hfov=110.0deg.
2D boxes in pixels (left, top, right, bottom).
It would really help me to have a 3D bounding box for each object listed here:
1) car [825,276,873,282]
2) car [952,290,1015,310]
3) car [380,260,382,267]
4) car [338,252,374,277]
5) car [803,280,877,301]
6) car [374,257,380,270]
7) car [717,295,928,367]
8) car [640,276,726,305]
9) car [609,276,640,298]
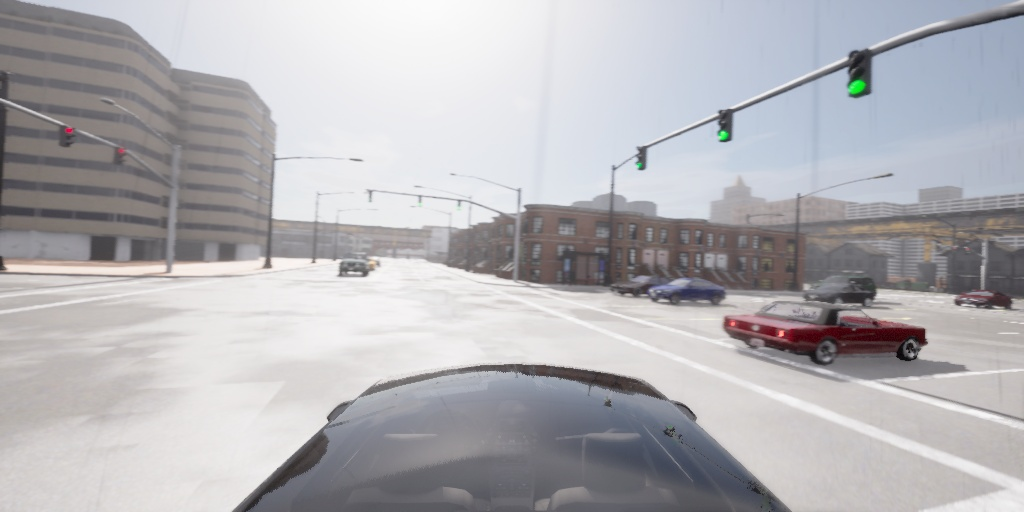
[{"bbox_3d":[27.388,2.658,29.685,5.566,2.045,2.150,3,-1,-17],"label":"car"},{"bbox_3d":[38.756,3.521,29.435,4.674,1.442,1.812,3,-1,-17],"label":"car"},{"bbox_3d":[-20.825,0.883,54.277,2.128,1.511,4.902,3,-1,-17],"label":"car"},{"bbox_3d":[-13.821,0.670,31.698,2.150,2.045,5.566,3,-1,-17],"label":"car"},{"bbox_3d":[22.233,2.623,24.450,4.892,1.490,1.837,3,-1,-17],"label":"car"},{"bbox_3d":[-17.159,0.898,42.392,1.882,1.535,5.008,3,-1,-17],"label":"car"},{"bbox_3d":[7.871,1.849,9.024,4.718,1.301,1.895,3,-1,-17],"label":"car"},{"bbox_3d":[10.123,2.007,20.726,4.674,1.442,1.812,3,-1,-17],"label":"car"},{"bbox_3d":[9.338,2.033,24.156,5.357,1.411,2.033,3,-1,-17],"label":"car"}]
